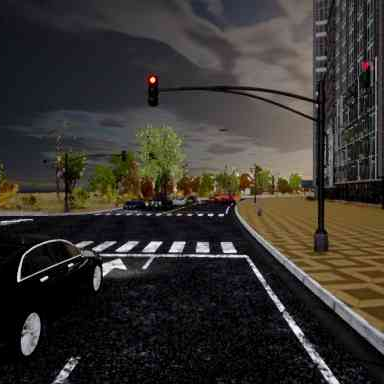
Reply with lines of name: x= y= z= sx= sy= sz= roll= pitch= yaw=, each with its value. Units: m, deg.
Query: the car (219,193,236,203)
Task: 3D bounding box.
car: x=7.608 y=1.239 z=70.055 sx=2.150 sy=2.045 sz=5.566 roll=0 pitch=0 yaw=12

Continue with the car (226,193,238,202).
car: x=9.760 y=1.246 z=80.347 sx=2.150 sy=2.045 sz=5.566 roll=0 pitch=0 yaw=14

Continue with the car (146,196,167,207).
car: x=-5.555 y=1.493 z=52.822 sx=2.128 sy=1.511 sz=4.902 roll=0 pitch=0 yaw=9

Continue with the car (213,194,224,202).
car: x=6.454 y=1.373 z=80.486 sx=2.097 sy=1.767 sz=4.553 roll=0 pitch=0 yaw=14

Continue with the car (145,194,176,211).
car: x=-3.834 y=1.222 z=41.536 sx=2.150 sy=2.045 sz=5.566 roll=0 pitch=0 yaw=7

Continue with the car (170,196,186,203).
car: x=-2.841 y=1.499 z=68.176 sx=2.128 sy=1.511 sz=4.902 roll=0 pitch=0 yaw=11

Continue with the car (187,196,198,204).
car: x=0.010 y=1.534 z=65.834 sx=1.812 sy=1.442 sz=4.674 roll=0 pitch=0 yaw=11

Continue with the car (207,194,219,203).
car: x=4.491 y=1.573 z=71.177 sx=1.994 sy=1.385 sz=4.181 roll=0 pitch=0 yaw=12

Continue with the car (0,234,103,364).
car: x=-3.014 y=1.504 z=5.845 sx=1.837 sy=1.490 sz=4.892 roll=0 pitch=0 yaw=1

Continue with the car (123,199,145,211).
car: x=-7.103 y=1.563 z=41.503 sx=1.994 sy=1.385 sz=4.181 roll=0 pitch=0 yaw=7

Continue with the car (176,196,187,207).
car: x=-2.444 y=1.603 z=51.666 sx=1.895 sy=1.301 sz=4.718 roll=0 pitch=0 yaw=9
